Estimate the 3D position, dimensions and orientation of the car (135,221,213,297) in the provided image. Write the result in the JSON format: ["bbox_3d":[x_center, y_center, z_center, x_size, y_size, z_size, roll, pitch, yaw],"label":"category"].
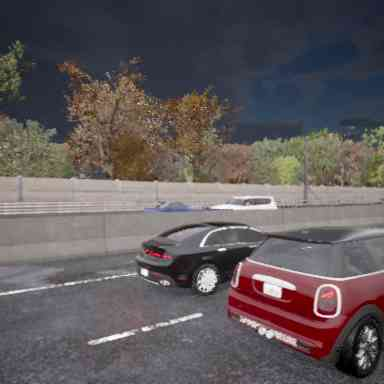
[{"bbox_3d":[0.921,1.533,8.728,4.892,1.490,1.837,0,0,-36],"label":"car"}]

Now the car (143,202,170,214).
[{"bbox_3d":[-1.959,1.601,28.460,4.674,1.442,1.812,0,0,-36],"label":"car"}]

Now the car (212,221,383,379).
[{"bbox_3d":[2.826,1.379,5.786,4.553,1.767,2.097,0,0,-36],"label":"car"}]

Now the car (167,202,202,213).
[{"bbox_3d":[0.759,1.680,26.104,4.718,1.301,1.895,0,0,-36],"label":"car"}]

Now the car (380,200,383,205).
[{"bbox_3d":[32.317,1.515,53.059,5.566,2.045,2.150,0,0,-35],"label":"car"}]

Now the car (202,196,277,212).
[{"bbox_3d":[3.788,1.307,23.956,5.566,2.045,2.150,0,0,-36],"label":"car"}]
